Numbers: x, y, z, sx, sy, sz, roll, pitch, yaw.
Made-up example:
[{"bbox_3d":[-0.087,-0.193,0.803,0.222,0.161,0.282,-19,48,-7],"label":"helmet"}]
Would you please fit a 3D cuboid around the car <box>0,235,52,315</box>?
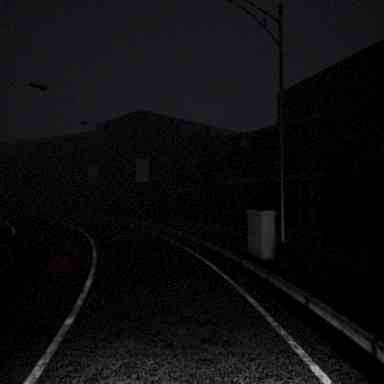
[{"bbox_3d":[-4.261,1.613,6.493,1.895,1.301,4.718,0,0,-10],"label":"car"}]
